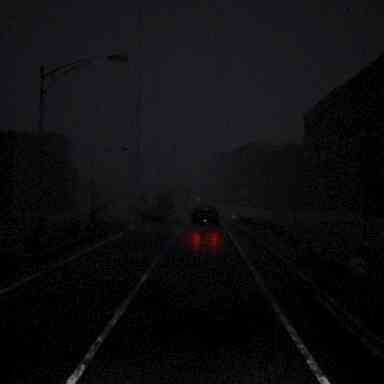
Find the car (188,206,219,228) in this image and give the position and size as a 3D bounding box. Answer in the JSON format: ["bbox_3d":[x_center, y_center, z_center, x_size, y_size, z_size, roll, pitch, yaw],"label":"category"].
[{"bbox_3d":[0.965,1.772,24.372,2.128,1.511,4.902,0,-2,2],"label":"car"}]

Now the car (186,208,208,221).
[{"bbox_3d":[0.544,2.825,42.398,2.128,1.511,4.902,0,-3,-6],"label":"car"}]
